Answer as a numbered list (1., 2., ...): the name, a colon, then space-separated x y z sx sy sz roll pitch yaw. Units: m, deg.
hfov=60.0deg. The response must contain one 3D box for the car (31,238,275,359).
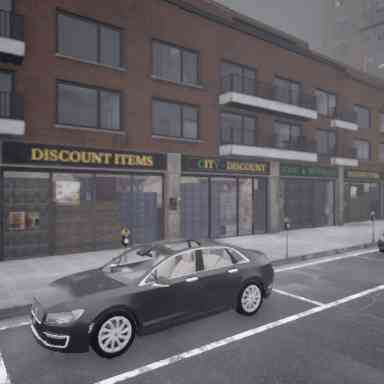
1. car: -0.419 1.550 5.893 4.403 1.369 2.008 0 0 -36

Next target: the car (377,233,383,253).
1. car: 8.559 1.577 12.314 4.206 1.307 1.802 0 0 -36
